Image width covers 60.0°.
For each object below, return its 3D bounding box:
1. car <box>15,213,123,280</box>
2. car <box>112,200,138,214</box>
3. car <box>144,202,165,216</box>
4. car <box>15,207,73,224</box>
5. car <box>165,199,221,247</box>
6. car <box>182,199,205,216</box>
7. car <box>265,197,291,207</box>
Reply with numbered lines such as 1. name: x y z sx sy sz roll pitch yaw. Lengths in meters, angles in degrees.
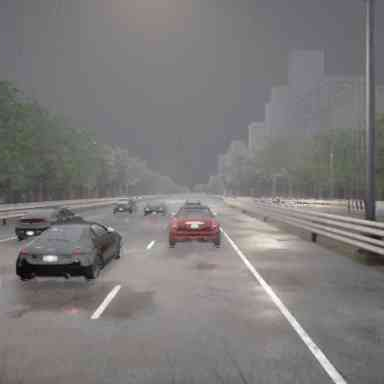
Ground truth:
1. car: -3.395 1.563 9.976 1.994 1.385 4.181 0 0 0
2. car: -6.889 1.515 34.589 1.812 1.442 4.674 0 0 0
3. car: -3.385 1.591 32.088 1.895 1.301 4.718 0 0 0
4. car: -6.893 1.501 16.585 1.837 1.490 4.892 0 0 0
5. car: 0.107 1.349 15.111 2.097 1.767 4.553 0 0 0
6. car: 0.110 1.481 33.433 2.128 1.511 4.902 0 0 0
7. car: 13.804 1.582 53.681 2.128 1.511 4.902 0 0 -29
